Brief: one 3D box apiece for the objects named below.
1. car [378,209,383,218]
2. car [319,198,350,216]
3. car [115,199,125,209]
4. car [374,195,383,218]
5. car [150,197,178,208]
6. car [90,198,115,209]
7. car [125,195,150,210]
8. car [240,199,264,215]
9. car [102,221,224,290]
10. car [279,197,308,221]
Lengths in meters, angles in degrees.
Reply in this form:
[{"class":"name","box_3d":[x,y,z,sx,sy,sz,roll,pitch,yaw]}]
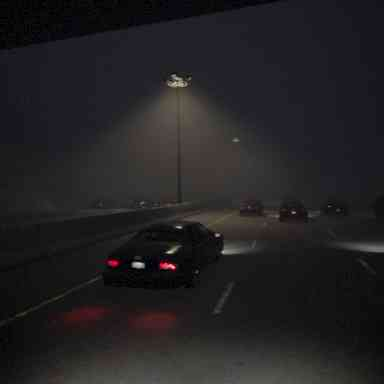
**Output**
[{"class":"car","box_3d":[6.755,1.383,8.936,1.812,1.442,4.674,-1,0,15]},{"class":"car","box_3d":[12.203,1.233,28.641,1.812,1.442,4.674,-1,0,15]},{"class":"car","box_3d":[-8.364,1.364,46.676,2.097,1.767,4.553,-1,0,16]},{"class":"car","box_3d":[14.171,0.912,22.608,2.150,2.045,5.566,-1,0,15]},{"class":"car","box_3d":[-2.924,1.414,40.196,1.882,1.535,5.008,-1,0,16]},{"class":"car","box_3d":[-12.153,1.557,46.135,1.882,1.535,5.008,-1,0,16]},{"class":"car","box_3d":[-6.135,1.339,41.711,2.097,1.767,4.553,-1,0,16]},{"class":"car","box_3d":[5.578,1.363,30.893,2.033,1.411,5.357,-1,0,15]},{"class":"car","box_3d":[-0.424,1.528,9.239,2.033,1.411,5.357,-1,0,16]},{"class":"car","box_3d":[7.527,1.364,24.820,1.994,1.385,4.181,-1,0,15]}]
